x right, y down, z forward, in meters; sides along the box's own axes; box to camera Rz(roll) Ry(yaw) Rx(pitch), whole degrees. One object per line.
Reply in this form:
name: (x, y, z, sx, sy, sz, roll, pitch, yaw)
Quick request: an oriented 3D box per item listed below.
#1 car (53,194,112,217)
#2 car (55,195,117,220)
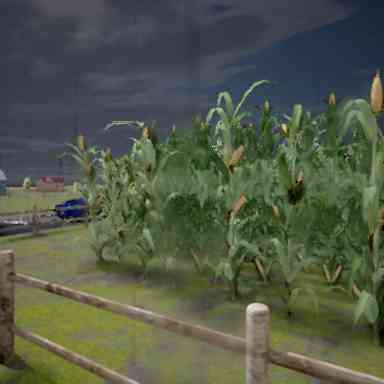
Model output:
car: (-8.846, 1.024, 27.400, 1.837, 1.490, 4.892, 1, 2, 22)
car: (-7.324, 1.111, 23.552, 1.882, 1.535, 5.008, 1, 2, 23)
